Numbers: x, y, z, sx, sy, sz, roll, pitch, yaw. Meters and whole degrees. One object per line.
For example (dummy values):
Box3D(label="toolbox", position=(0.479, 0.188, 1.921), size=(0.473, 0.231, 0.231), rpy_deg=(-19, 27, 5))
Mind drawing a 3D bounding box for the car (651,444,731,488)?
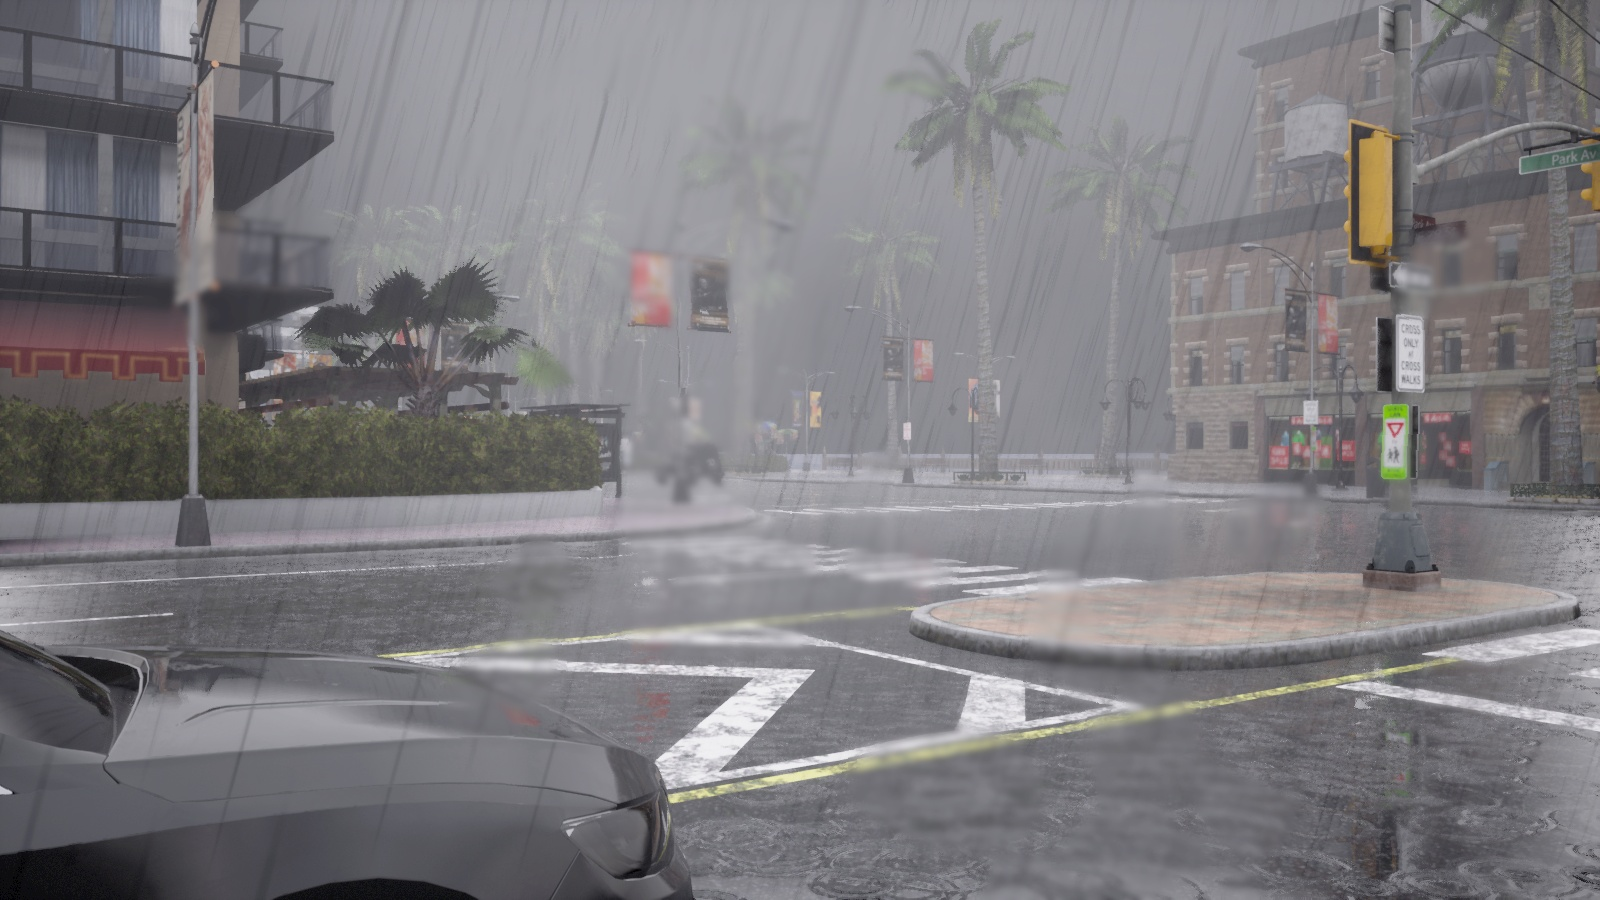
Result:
Box3D(label="car", position=(-4.920, 0.689, 56.248), size=(1.905, 1.878, 3.866), rpy_deg=(0, 0, -34))

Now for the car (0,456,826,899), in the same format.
Box3D(label="car", position=(-2.478, 0.760, 1.933), size=(4.892, 1.490, 1.837), rpy_deg=(0, 0, -35))
